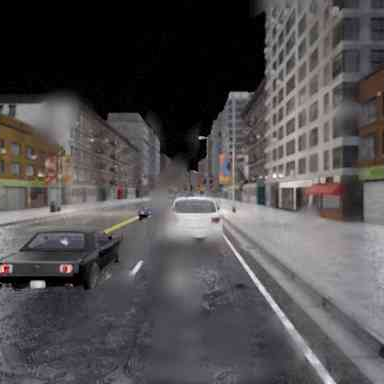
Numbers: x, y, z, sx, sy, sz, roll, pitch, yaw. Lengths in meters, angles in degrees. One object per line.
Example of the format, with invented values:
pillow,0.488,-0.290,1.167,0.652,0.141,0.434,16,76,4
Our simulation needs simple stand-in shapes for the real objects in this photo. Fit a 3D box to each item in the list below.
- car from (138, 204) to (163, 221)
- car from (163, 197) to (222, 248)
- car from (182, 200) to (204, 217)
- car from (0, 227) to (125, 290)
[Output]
car,-3.150,1.596,27.356,1.895,1.301,4.718,0,0,0
car,0.098,1.218,14.934,2.150,2.045,5.566,0,0,0
car,0.097,1.543,32.347,2.033,1.411,5.357,0,0,0
car,-3.148,1.599,9.022,1.895,1.301,4.718,0,0,0
